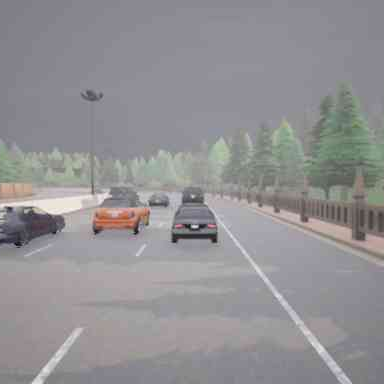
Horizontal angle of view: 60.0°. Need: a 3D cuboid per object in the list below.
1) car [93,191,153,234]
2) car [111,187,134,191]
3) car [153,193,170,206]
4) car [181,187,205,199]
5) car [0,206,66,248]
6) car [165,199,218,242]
[{"bbox_3d":[-3.404,0.994,16.779,2.097,1.767,4.553,0,1,0],"label":"car"},{"bbox_3d":[-6.908,0.506,33.673,2.150,2.045,5.566,0,1,0],"label":"car"},{"bbox_3d":[-3.411,0.825,34.834,1.994,1.385,4.181,0,1,0],"label":"car"},{"bbox_3d":[0.091,0.507,33.674,2.150,2.045,5.566,0,1,0],"label":"car"},{"bbox_3d":[-6.902,1.264,13.268,2.033,1.411,5.357,0,1,0],"label":"car"},{"bbox_3d":[0.097,1.240,14.423,2.033,1.411,5.357,0,1,0],"label":"car"}]
